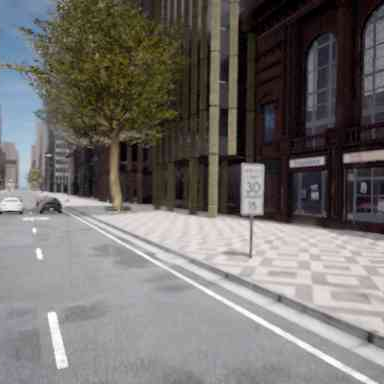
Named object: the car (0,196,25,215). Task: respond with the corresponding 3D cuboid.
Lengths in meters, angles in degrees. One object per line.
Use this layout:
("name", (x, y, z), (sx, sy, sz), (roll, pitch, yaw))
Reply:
("car", (-16.347, 1.232, 30.201), (1.812, 1.442, 4.674), (1, 0, -26))

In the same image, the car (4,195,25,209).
("car", (-21.496, 1.162, 40.455), (2.033, 1.411, 5.357), (1, 0, -26))

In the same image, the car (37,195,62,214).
("car", (-13.571, 1.247, 31.885), (1.837, 1.490, 4.892), (1, 0, -26))

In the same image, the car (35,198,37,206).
("car", (-19.279, 1.165, 43.334), (1.812, 1.442, 4.674), (1, 0, -26))
